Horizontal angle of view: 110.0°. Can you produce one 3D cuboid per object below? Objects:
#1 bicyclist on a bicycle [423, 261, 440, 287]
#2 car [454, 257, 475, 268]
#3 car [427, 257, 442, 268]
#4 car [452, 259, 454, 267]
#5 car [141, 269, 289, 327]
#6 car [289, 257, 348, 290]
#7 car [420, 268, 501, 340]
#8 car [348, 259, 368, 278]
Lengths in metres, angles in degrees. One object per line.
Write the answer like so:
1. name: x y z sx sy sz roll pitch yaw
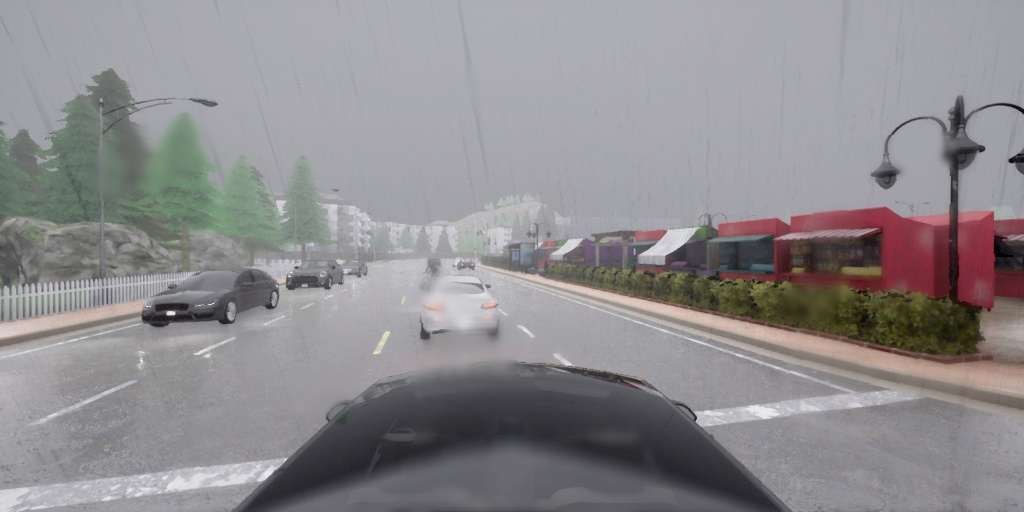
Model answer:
1. bicyclist on a bicycle: -4.333 1.077 19.607 0.582 1.620 1.656 0 1 25
2. car: -5.677 1.045 43.744 1.895 1.301 4.718 0 0 -13
3. car: -10.919 0.895 50.798 1.837 1.490 4.892 0 0 -13
4. car: -7.706 0.903 52.624 1.812 1.442 4.674 0 0 -13
5. car: -9.201 1.189 11.465 1.837 1.490 4.892 0 0 -13
6. car: -11.417 0.964 21.062 2.097 1.767 4.553 0 0 -13
7. car: -1.487 1.224 9.761 1.812 1.442 4.674 0 0 -12
8. car: -13.627 1.031 30.681 2.128 1.511 4.902 0 0 -13
